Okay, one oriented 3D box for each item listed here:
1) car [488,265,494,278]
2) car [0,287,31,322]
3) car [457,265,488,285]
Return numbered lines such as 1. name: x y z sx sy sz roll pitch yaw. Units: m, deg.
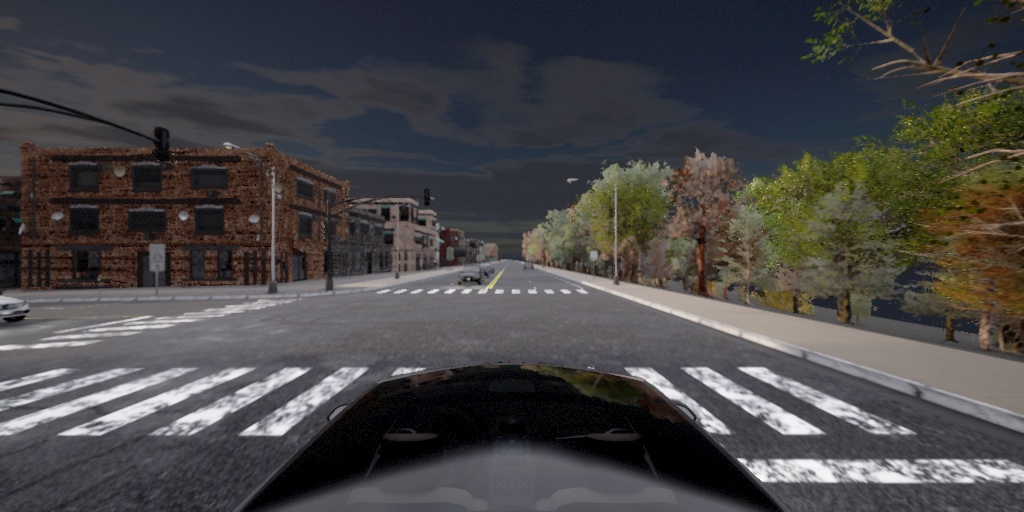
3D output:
1. car: -3.368 1.751 39.842 1.895 1.301 4.718 0 -1 0
2. car: -19.520 1.689 12.139 4.674 1.442 1.812 -1 0 -1
3. car: -3.349 1.550 29.922 1.837 1.490 4.892 0 -1 0
